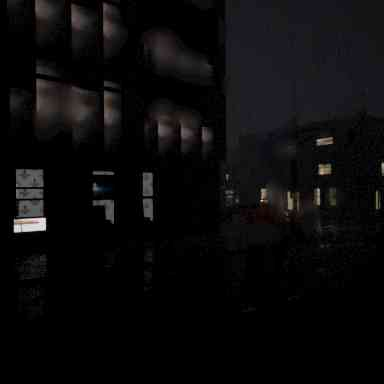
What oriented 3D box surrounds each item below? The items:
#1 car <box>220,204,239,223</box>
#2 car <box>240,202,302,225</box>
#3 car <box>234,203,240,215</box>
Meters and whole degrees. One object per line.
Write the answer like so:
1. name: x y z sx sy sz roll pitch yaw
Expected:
1. car: 1.575 1.935 28.505 1.947 1.339 4.313 -2 0 -37
2. car: 6.439 1.624 26.573 2.097 1.767 4.553 -1 0 -37
3. car: 5.189 1.920 38.102 2.008 1.369 4.403 -2 0 -37
